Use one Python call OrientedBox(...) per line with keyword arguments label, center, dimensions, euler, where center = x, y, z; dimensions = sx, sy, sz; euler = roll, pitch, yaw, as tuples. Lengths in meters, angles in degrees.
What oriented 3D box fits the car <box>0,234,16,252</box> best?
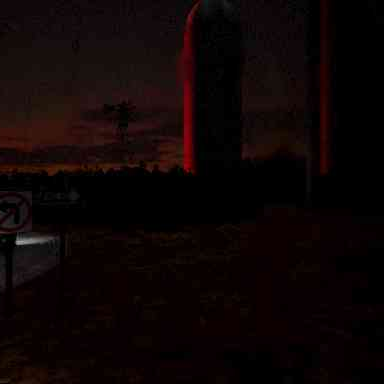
OrientedBox(label="car", center=(-7.517, 1.515, 11.613), dimensions=(1.812, 1.442, 4.674), euler=(0, 0, -18))
